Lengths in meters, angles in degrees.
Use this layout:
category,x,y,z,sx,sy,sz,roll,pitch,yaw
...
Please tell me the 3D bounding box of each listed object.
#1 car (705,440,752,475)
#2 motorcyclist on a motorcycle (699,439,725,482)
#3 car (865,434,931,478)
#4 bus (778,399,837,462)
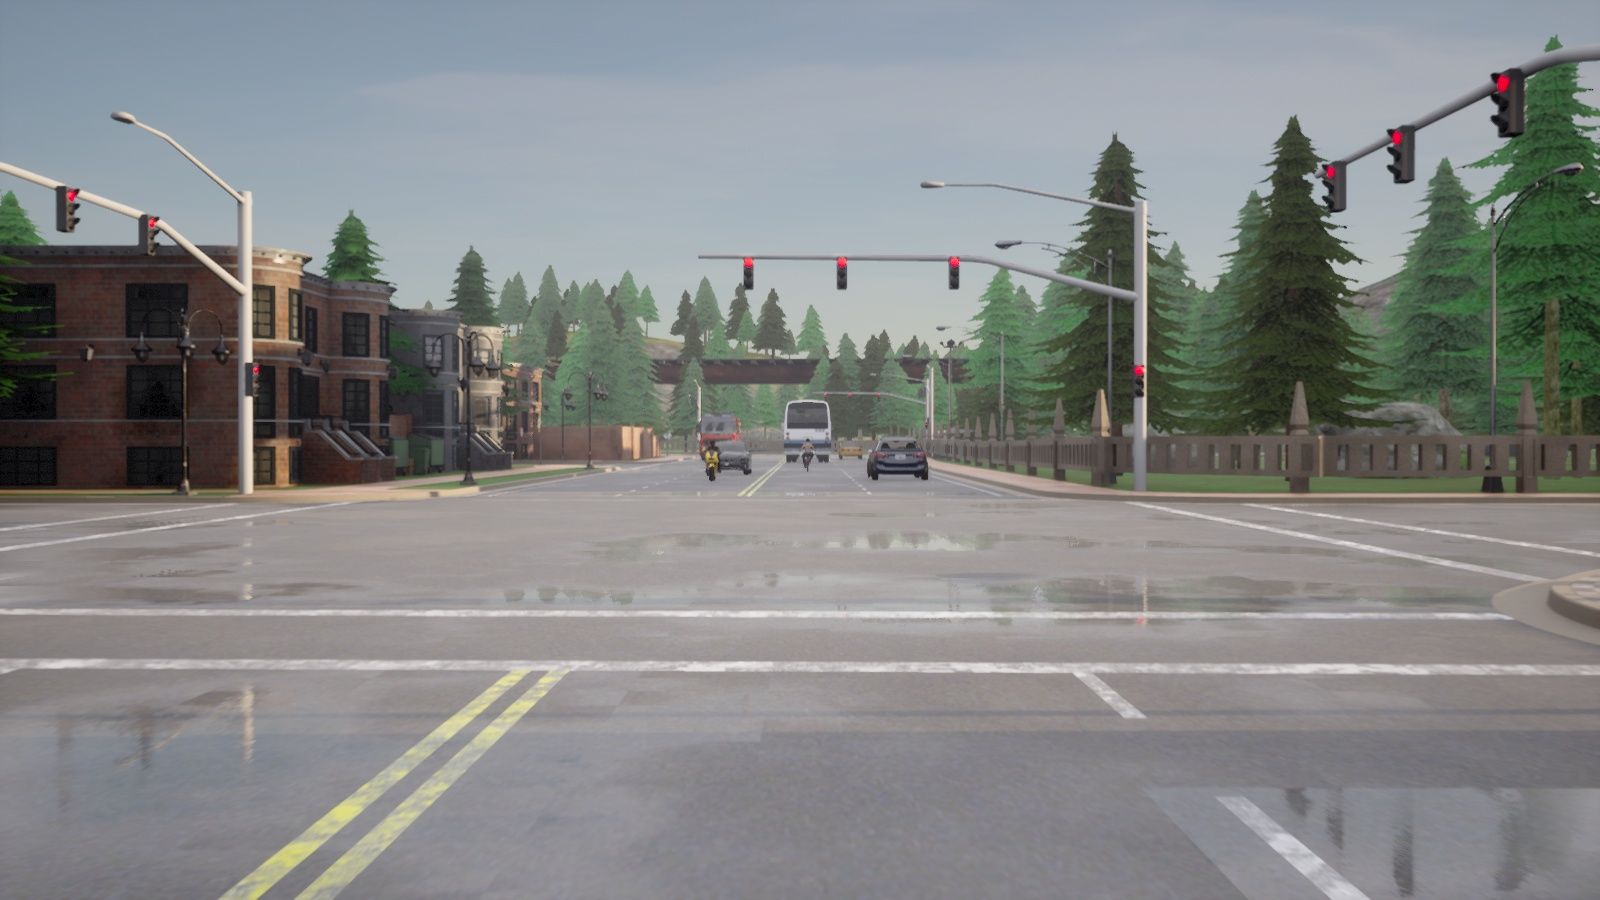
category,x,y,z,sx,sy,sz,roll,pitch,yaw
car,-3.160,0.318,56.355,1.837,1.490,4.892,0,0,0
motorcyclist on a motorcycle,-3.219,0.374,46.097,0.797,1.523,2.044,0,0,0
car,3.800,0.216,49.398,2.242,1.667,4.611,0,0,0
bus,0.538,-1.321,90.465,3.944,4.253,10.273,0,0,0
